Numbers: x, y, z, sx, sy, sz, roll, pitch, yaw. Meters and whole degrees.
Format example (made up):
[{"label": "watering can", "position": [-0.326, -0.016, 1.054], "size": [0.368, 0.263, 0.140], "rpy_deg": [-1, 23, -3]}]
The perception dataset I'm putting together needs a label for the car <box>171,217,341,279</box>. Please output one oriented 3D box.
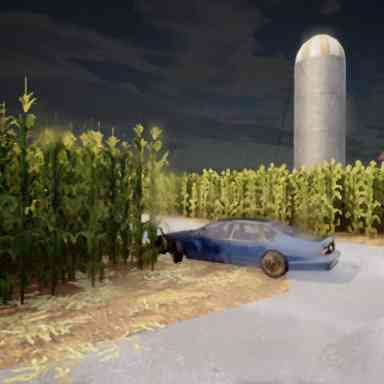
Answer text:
[{"label": "car", "position": [1.368, 1.445, 9.720], "size": [5.357, 1.411, 2.033], "rpy_deg": [0, 0, 32]}]
